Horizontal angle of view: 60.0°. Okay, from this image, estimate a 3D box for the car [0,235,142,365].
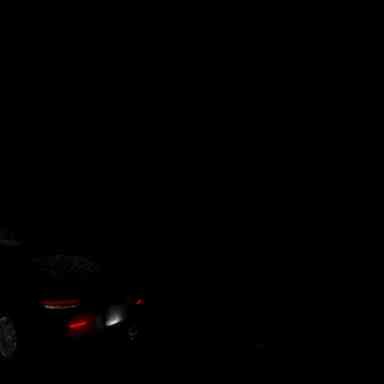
[{"bbox_3d":[-2.908,1.498,5.758,4.674,1.442,1.812,0,0,35],"label":"car"}]
